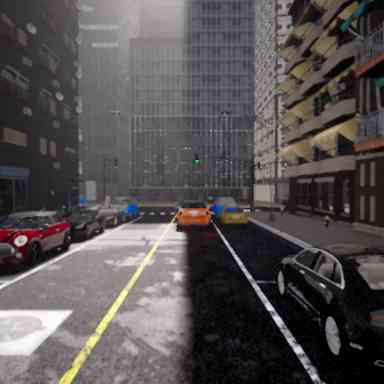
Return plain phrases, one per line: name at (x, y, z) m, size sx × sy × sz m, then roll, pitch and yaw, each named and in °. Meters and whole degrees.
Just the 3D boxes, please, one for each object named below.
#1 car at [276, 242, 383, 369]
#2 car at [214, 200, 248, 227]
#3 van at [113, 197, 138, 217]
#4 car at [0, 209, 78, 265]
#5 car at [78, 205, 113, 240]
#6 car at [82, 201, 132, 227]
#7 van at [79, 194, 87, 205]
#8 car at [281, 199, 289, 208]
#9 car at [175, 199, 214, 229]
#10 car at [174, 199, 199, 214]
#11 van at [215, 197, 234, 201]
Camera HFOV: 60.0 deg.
car at (2.685, 1.546, 5.708) m, size 2.008 × 1.369 × 4.403 m, roll -1°, pitch 0°, yaw 0°
car at (2.701, 1.505, 22.684) m, size 1.752 × 1.417 × 4.829 m, roll -1°, pitch 0°, yaw 0°
van at (-5.677, 1.317, 28.152) m, size 1.690 × 1.788 × 3.998 m, roll -1°, pitch 0°, yaw 0°
car at (-5.691, 1.430, 11.347) m, size 1.967 × 1.590 × 4.097 m, roll -1°, pitch 0°, yaw 0°
car at (-5.684, 1.551, 16.948) m, size 1.947 × 1.339 × 4.313 m, roll -1°, pitch 0°, yaw 0°
car at (-5.679, 1.531, 22.551) m, size 2.008 × 1.369 × 4.403 m, roll -1°, pitch 0°, yaw 0°
van at (-17.106, 1.167, 47.658) m, size 3.998 × 1.788 × 1.690 m, roll 0°, pitch 1°, yaw 0°
car at (15.283, 1.305, 47.434) m, size 5.009 × 1.841 × 2.192 m, roll 0°, pitch 1°, yaw 0°
car at (0.121, 1.333, 21.769) m, size 2.097 × 1.767 × 4.553 m, roll 0°, pitch 0°, yaw 0°
car at (-0.666, 1.514, 35.944) m, size 1.837 × 1.490 × 4.892 m, roll 1°, pitch -1°, yaw -11°
van at (2.704, 1.317, 28.115) m, size 1.690 × 1.788 × 3.998 m, roll -1°, pitch 0°, yaw 0°
